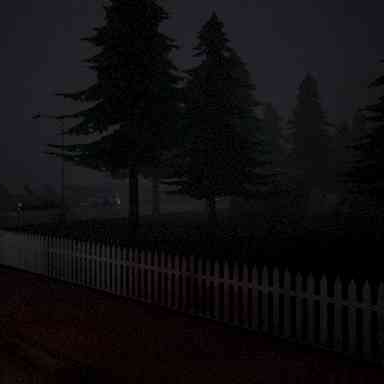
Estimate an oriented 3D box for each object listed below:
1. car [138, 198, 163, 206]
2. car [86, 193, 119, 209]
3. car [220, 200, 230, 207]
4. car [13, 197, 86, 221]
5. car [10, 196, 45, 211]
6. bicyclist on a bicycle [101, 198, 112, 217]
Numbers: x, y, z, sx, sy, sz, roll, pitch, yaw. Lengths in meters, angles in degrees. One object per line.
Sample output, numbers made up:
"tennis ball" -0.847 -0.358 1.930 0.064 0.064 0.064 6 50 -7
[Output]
"car" -6.785 1.492 54.088 2.128 1.511 4.902 0 0 35
"car" -12.522 1.222 45.700 2.150 2.045 5.566 0 0 34
"car" 4.437 1.223 51.638 2.150 2.045 5.566 0 0 34
"car" -11.766 1.477 27.796 1.882 1.535 5.008 0 0 34
"car" -18.018 1.352 37.625 2.097 1.767 4.553 0 0 34
"bicyclist on a bicycle" -7.164 1.302 27.830 1.656 1.620 0.582 0 0 34
